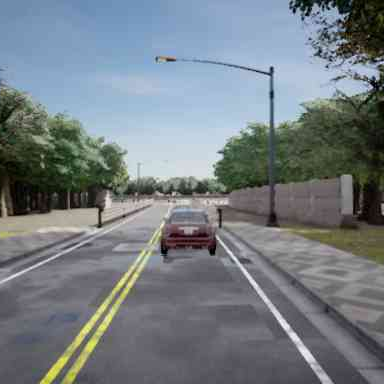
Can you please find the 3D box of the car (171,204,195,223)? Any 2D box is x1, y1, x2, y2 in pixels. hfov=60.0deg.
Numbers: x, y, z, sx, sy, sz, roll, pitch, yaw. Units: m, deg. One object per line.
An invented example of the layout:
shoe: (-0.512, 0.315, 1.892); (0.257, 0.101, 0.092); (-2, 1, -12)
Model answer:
car: (-0.797, 1.836, 29.410); (1.994, 1.385, 4.181); (0, 0, -2)

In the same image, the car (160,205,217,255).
car: (-0.176, 1.481, 14.137); (2.097, 1.767, 4.553); (0, -1, -2)
